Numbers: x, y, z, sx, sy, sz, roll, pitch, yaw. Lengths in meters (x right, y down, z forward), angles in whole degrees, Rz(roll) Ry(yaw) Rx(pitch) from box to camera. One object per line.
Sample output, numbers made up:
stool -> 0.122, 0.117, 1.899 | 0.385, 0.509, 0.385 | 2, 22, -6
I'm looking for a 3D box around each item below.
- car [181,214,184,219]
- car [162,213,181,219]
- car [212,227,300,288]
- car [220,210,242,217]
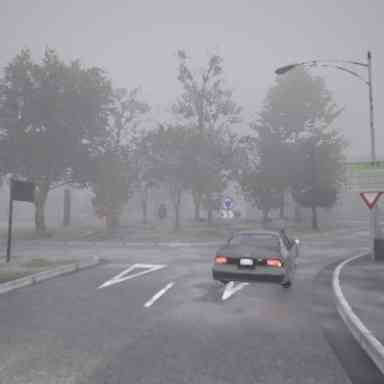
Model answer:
car -> -5.900, 7.021, 95.055 | 5.566, 2.045, 2.435 | 1, -5, -12
car -> -6.280, 7.012, 92.108 | 4.892, 1.521, 2.231 | 1, -5, -12
car -> 2.088, 1.752, 9.844 | 2.033, 1.411, 5.357 | -1, -3, 20
car -> 7.736, 4.389, 66.304 | 1.837, 1.490, 4.892 | 4, -6, -38
